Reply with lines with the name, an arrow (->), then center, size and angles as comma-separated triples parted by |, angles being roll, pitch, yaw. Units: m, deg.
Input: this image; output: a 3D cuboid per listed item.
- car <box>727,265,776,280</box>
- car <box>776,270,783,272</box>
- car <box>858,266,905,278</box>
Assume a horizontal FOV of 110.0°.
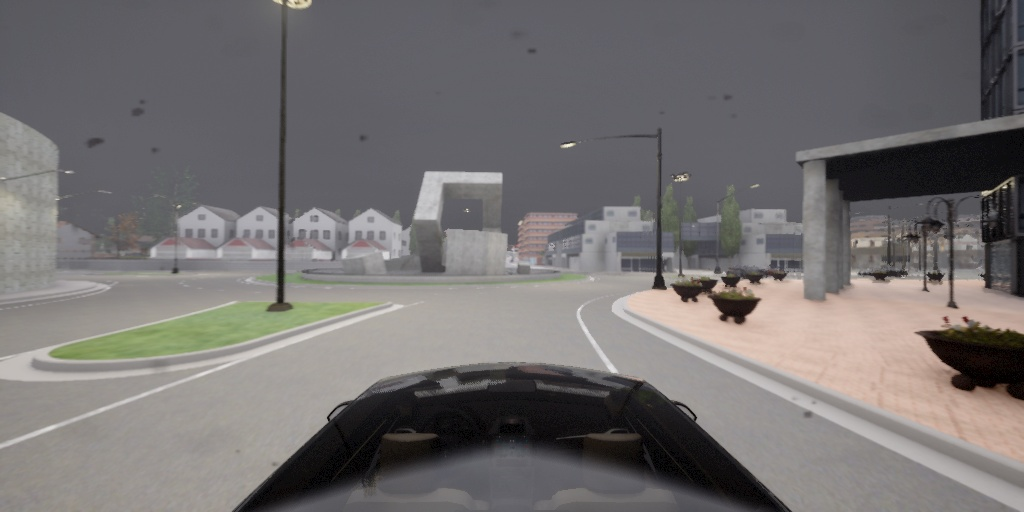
car -> 25.898, 1.783, 39.361 | 4.902, 1.511, 2.128 | 1, -1, -21
car -> 30.510, 1.972, 44.321 | 4.718, 1.301, 1.895 | 0, -1, 1
car -> 46.276, 1.991, 45.013 | 4.902, 1.511, 2.128 | 0, -1, -3
